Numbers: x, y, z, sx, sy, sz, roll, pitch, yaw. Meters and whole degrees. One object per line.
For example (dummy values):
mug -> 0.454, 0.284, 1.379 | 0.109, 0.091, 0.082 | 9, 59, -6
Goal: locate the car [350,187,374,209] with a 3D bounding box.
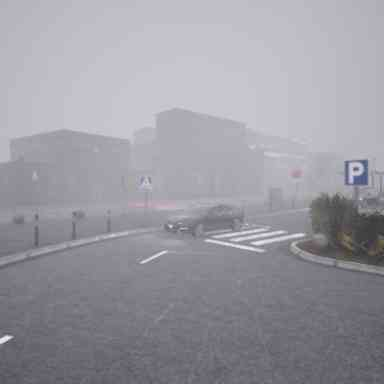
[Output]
car -> 14.891, 0.441, 29.508 | 4.553, 1.767, 2.097 | -3, 3, -40

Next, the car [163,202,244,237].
car -> 0.733, 1.310, 16.981 | 1.837, 1.490, 4.892 | 1, 1, 45

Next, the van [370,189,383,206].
van -> 11.035, 0.965, 15.286 | 1.878, 1.987, 4.442 | -3, 3, -40
